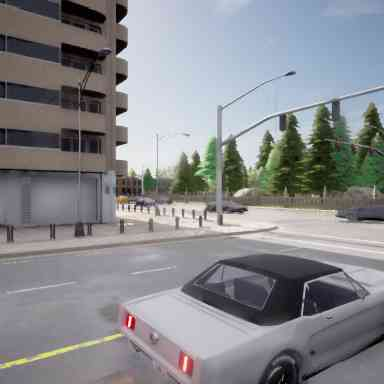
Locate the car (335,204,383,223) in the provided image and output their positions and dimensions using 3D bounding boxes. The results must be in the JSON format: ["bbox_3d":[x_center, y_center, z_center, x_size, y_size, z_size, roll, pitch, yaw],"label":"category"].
[{"bbox_3d":[13.438,1.575,24.357,5.357,1.411,2.033,0,0,37],"label":"car"}]

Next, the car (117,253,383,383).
[{"bbox_3d":[1.480,1.601,4.833,4.718,1.301,1.895,0,0,-35],"label":"car"}]

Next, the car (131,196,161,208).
[{"bbox_3d":[-7.022,1.581,50.830,1.812,1.442,4.674,0,0,-36],"label":"car"}]

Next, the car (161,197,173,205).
[{"bbox_3d":[-5.593,1.603,61.145,2.033,1.411,5.357,0,0,-36],"label":"car"}]

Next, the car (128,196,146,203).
[{"bbox_3d":[-11.624,1.581,69.502,1.812,1.442,4.674,0,0,-36],"label":"car"}]

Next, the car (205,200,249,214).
[{"bbox_3d":[3.653,1.603,35.945,2.033,1.411,5.357,0,0,-36],"label":"car"}]

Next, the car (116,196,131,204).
[{"bbox_3d":[-14.240,1.533,67.153,1.882,1.535,5.008,0,0,-36],"label":"car"}]
